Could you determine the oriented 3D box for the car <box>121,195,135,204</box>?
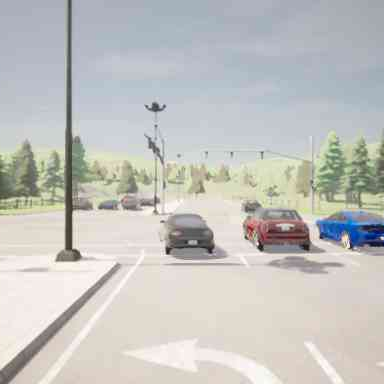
[{"bbox_3d":[-14.972,1.679,77.549,2.150,2.045,5.566,0,0,0],"label":"car"}]

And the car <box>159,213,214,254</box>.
[{"bbox_3d":[-0.331,1.608,13.874,1.812,1.442,4.674,0,0,-9],"label":"car"}]

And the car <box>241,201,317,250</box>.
[{"bbox_3d":[3.599,1.440,14.933,2.097,1.767,4.553,0,0,0],"label":"car"}]

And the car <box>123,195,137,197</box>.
[{"bbox_3d":[-11.521,1.596,63.406,2.150,2.045,5.566,0,0,0],"label":"car"}]

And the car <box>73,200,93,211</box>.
[{"bbox_3d":[-15.082,1.834,45.760,1.994,1.385,4.181,0,0,0],"label":"car"}]

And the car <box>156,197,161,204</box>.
[{"bbox_3d":[-7.993,1.938,75.186,1.837,1.490,4.892,0,0,0],"label":"car"}]

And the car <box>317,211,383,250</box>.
[{"bbox_3d":[7.099,1.565,14.761,1.882,1.535,5.008,0,0,0],"label":"car"}]

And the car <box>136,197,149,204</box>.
[{"bbox_3d":[-11.473,1.967,77.387,2.128,1.511,4.902,0,0,0],"label":"car"}]

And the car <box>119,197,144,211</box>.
[{"bbox_3d":[-8.086,1.770,44.873,1.837,1.490,4.892,0,0,0],"label":"car"}]

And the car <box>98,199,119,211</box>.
[{"bbox_3d":[-11.583,1.834,45.917,1.994,1.385,4.181,0,0,0],"label":"car"}]

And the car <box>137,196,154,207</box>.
[{"bbox_3d":[-8.057,1.827,59.297,1.882,1.535,5.008,0,0,1],"label":"car"}]

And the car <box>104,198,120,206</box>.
[{"bbox_3d":[-15.022,1.935,62.944,1.994,1.385,4.181,0,0,0],"label":"car"}]
